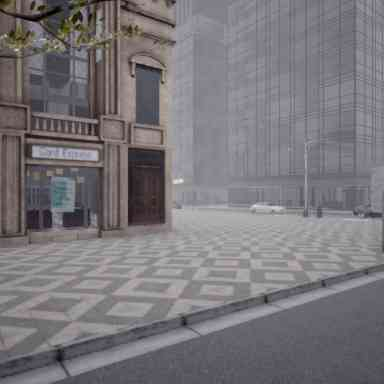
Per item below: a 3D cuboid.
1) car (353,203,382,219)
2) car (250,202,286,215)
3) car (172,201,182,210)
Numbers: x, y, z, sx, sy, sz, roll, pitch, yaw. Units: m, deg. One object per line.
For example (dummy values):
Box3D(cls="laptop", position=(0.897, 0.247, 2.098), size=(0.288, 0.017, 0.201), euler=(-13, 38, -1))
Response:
Box3D(cls="car", position=(16.542, 1.695, 28.866), size=(2.128, 1.511, 4.902), euler=(0, -1, -35))
Box3D(cls="car", position=(8.931, 1.928, 39.371), size=(1.812, 1.442, 4.674), euler=(0, 0, -36))
Box3D(cls="car", position=(-3.563, 2.242, 56.727), size=(1.837, 1.490, 4.892), euler=(0, -1, -36))
